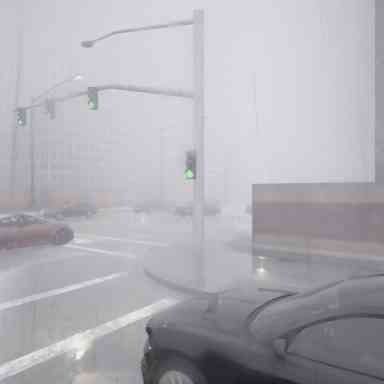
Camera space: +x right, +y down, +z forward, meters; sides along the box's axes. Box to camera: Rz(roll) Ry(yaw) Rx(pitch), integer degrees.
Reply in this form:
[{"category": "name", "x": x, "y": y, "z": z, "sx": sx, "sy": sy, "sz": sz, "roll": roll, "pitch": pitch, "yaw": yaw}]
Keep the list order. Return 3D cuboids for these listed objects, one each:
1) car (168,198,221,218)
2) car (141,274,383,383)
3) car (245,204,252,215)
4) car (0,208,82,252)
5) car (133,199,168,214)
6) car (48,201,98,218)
[{"category": "car", "x": 0.542, "y": 1.547, "z": 29.809, "sx": 2.033, "sy": 1.411, "sz": 5.357, "roll": 0, "pitch": 0, "yaw": 36}, {"category": "car", "x": 1.741, "y": 1.478, "z": 2.764, "sx": 5.008, "sy": 1.535, "sz": 1.882, "roll": 0, "pitch": 0, "yaw": 37}, {"category": "car", "x": 7.171, "y": 1.547, "z": 32.970, "sx": 2.033, "sy": 1.411, "sz": 5.357, "roll": 0, "pitch": 0, "yaw": 36}, {"category": "car", "x": -6.933, "y": 1.564, "z": 13.351, "sx": 1.994, "sy": 1.385, "sz": 4.181, "roll": 0, "pitch": 0, "yaw": 35}, {"category": "car", "x": -4.172, "y": 1.505, "z": 35.566, "sx": 1.837, "sy": 1.490, "sz": 4.892, "roll": 0, "pitch": 0, "yaw": 36}, {"category": "car", "x": -10.099, "y": 1.492, "z": 27.428, "sx": 2.128, "sy": 1.511, "sz": 4.902, "roll": 0, "pitch": 0, "yaw": 34}]
